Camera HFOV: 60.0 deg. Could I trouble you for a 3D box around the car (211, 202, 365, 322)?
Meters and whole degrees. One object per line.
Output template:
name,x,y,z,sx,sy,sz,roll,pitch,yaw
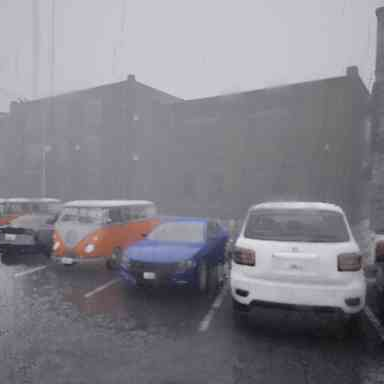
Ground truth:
car,2.246,1.231,7.530,2.435,2.045,5.566,0,-1,15

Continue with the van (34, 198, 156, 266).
van,-2.679,1.253,10.881,1.878,1.987,4.442,1,-1,15

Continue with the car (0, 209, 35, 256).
car,-5.103,1.509,12.768,2.163,1.488,4.792,0,-1,15

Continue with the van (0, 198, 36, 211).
van,-7.590,1.250,14.371,1.878,1.987,4.442,1,-1,15

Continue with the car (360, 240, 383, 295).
car,4.689,1.483,5.756,2.097,1.535,5.008,1,-1,16

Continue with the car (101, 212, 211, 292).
car,-0.203,1.481,9.248,2.097,1.535,5.008,1,-1,16
